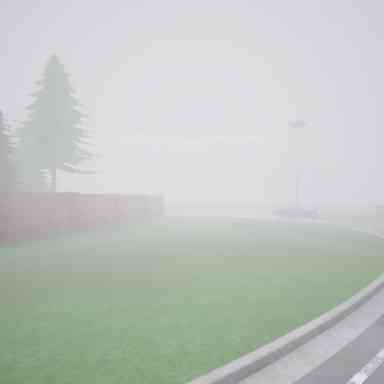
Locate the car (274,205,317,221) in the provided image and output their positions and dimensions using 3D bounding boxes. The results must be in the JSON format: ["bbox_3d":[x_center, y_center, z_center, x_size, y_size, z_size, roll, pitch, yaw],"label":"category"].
[{"bbox_3d":[10.955,2.165,35.500,1.882,1.535,5.008,2,-2,-30],"label":"car"}]
